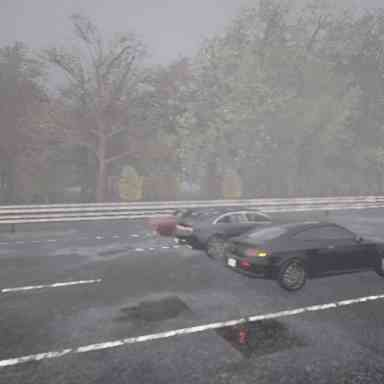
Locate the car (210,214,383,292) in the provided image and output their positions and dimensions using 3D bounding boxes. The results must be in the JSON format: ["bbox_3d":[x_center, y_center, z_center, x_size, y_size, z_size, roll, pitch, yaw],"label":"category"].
[{"bbox_3d":[3.028,1.388,8.335,4.674,1.442,1.812,-1,1,-22],"label":"car"}]

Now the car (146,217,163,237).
[{"bbox_3d":[0.458,1.372,14.842,4.718,1.301,1.895,-1,1,-22],"label":"car"}]

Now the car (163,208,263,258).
[{"bbox_3d":[1.738,1.311,11.583,4.902,1.511,2.128,-1,1,-22],"label":"car"}]
